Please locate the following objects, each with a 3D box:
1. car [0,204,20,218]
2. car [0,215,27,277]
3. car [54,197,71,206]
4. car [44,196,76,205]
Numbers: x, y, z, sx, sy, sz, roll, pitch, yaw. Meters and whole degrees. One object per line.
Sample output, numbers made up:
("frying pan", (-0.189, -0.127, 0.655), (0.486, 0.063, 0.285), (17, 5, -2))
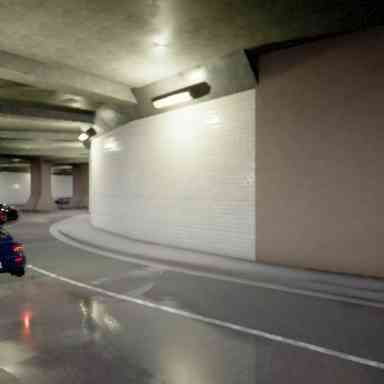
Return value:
("car", (-13.980, 1.549, 23.972), (1.994, 1.385, 4.181), (0, 0, -13))
("car", (-6.130, 1.519, 9.189), (4.674, 1.442, 1.812), (0, 0, 44))
("car", (-20.062, 1.497, 55.127), (1.812, 1.442, 4.674), (0, 0, 21))
("car", (-22.842, 1.516, 57.782), (2.033, 1.411, 5.357), (0, 0, 21))
